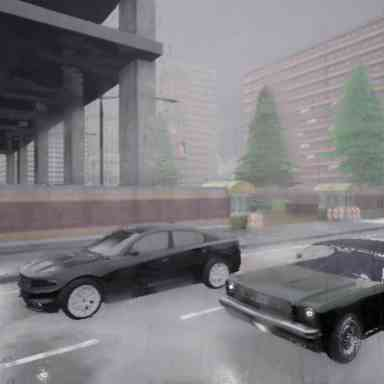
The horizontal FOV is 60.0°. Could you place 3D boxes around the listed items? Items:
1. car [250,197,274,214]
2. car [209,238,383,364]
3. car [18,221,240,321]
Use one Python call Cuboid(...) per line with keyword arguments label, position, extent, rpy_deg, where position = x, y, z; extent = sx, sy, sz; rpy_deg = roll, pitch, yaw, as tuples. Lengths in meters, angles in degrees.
Cuboid(label="car", position=(5.741, 1.258, 30.935), extent=(3.988, 1.617, 1.851), rpy_deg=(0, 0, -35))
Cuboid(label="car", position=(2.788, 1.580, 5.937), extent=(4.718, 1.301, 1.895), rpy_deg=(0, 0, -35))
Cuboid(label="car", position=(-1.100, 1.465, 7.476), extent=(5.008, 1.535, 1.882), rpy_deg=(-1, 1, -35))
